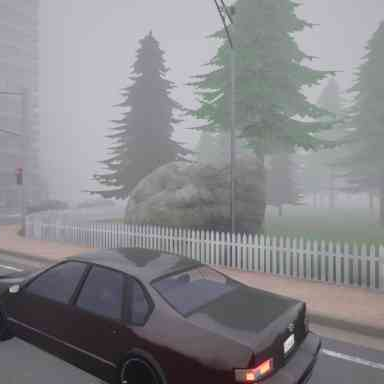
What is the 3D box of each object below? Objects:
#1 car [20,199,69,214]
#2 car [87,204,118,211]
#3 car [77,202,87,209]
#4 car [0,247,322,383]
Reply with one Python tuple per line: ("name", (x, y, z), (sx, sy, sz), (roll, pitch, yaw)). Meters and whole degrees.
("car", (-15.301, 1.492, 34.954), (2.033, 1.411, 5.357), (0, 0, 17))
("car", (-10.436, 1.508, 39.967), (1.994, 1.385, 4.181), (0, 0, 10))
("car", (-13.639, 1.545, 44.447), (1.895, 1.301, 4.718), (0, 0, 3))
("car", (-1.081, 1.547, 4.759), (5.357, 1.411, 2.033), (0, 0, 35))
